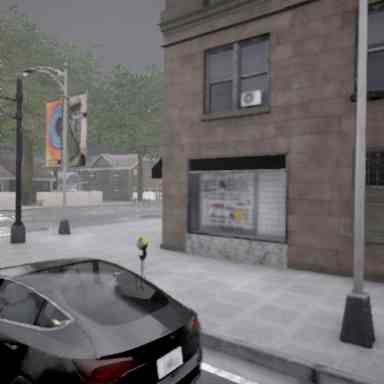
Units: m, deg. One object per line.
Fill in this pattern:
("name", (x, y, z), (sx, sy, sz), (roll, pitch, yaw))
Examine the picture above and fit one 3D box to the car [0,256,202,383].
("car", (-1.889, 1.503, 4.142), (4.313, 1.339, 1.947), (1, 1, 35))
